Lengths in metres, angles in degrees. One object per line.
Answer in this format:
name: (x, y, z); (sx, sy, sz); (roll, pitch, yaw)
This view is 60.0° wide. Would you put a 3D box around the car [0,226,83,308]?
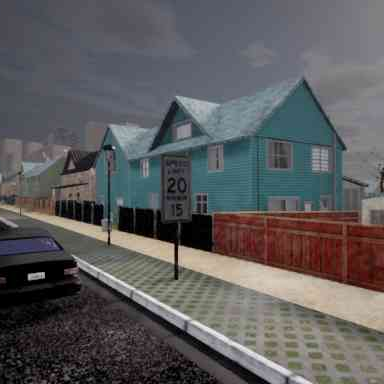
car: (-4.239, 1.551, 7.983); (2.033, 1.411, 5.357); (0, 0, -36)
